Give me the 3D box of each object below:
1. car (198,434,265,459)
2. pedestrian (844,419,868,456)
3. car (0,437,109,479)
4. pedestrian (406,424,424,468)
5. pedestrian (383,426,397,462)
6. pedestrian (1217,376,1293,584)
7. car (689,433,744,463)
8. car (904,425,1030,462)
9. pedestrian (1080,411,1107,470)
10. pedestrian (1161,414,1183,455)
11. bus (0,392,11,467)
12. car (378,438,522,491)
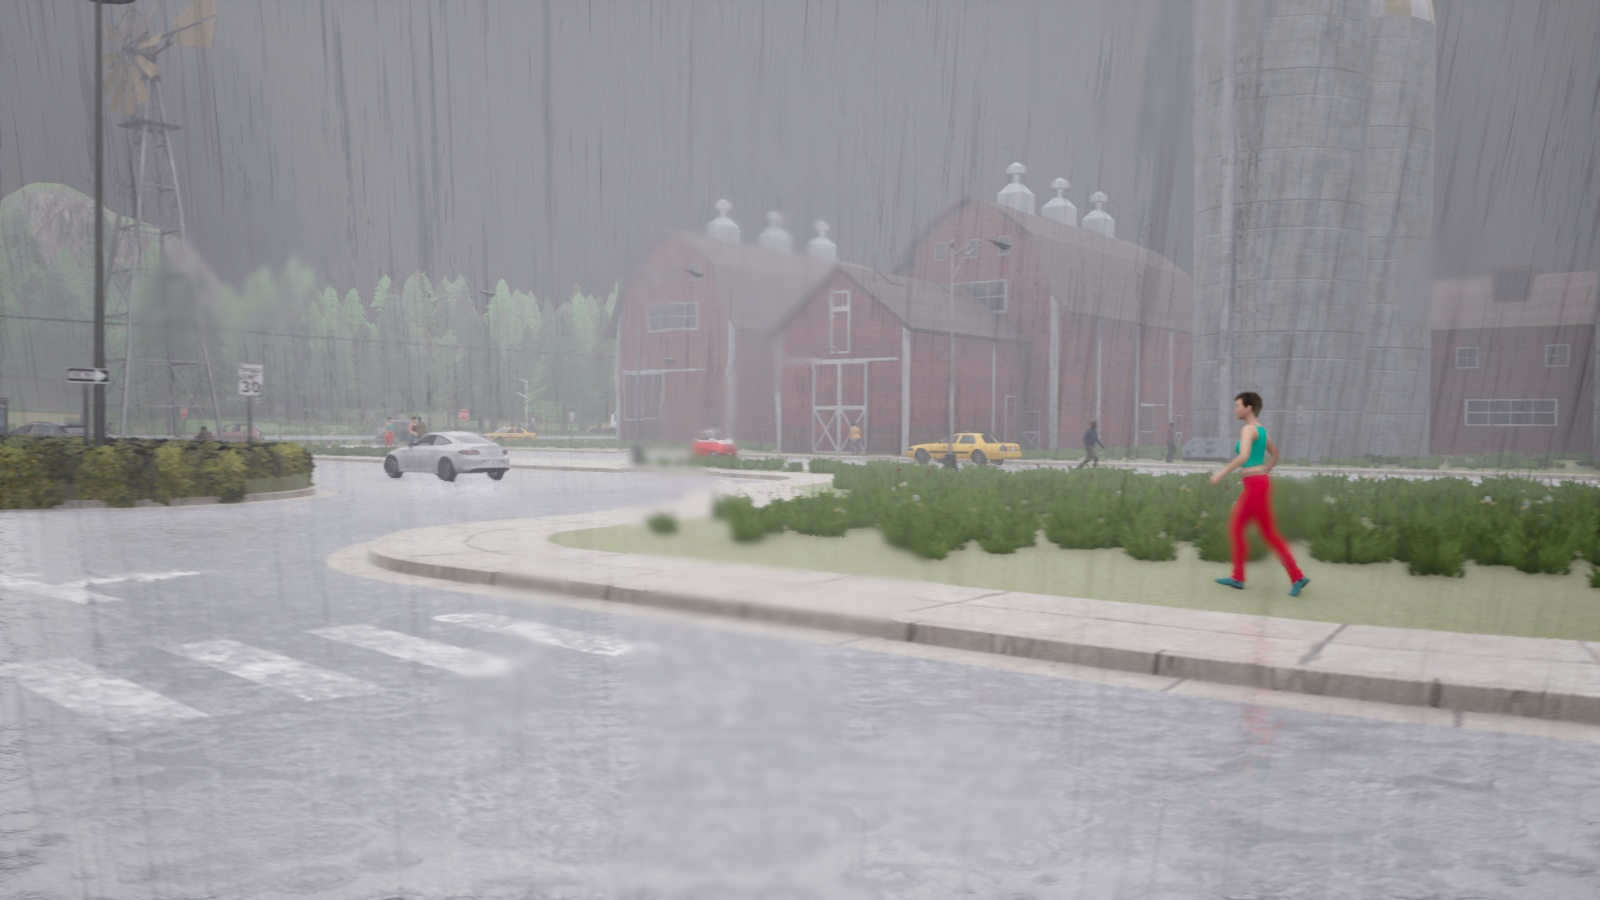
[{"bbox_3d":[-39.137,-0.230,86.521,3.988,1.617,1.851,-1,1,-16],"label":"car"},{"bbox_3d":[2.881,-0.654,64.687,0.874,1.855,0.900,-2,1,-41],"label":"pedestrian"},{"bbox_3d":[-31.415,0.311,52.147,4.856,1.649,2.033,0,1,20],"label":"car"},{"bbox_3d":[-16.246,-0.185,53.000,0.594,1.836,0.345,0,1,29],"label":"pedestrian"},{"bbox_3d":[-20.677,-0.310,63.338,0.594,1.836,0.345,0,1,37],"label":"pedestrian"},{"bbox_3d":[4.130,0.263,11.396,0.594,1.836,0.345,0,1,27],"label":"pedestrian"},{"bbox_3d":[-4.053,-0.089,60.705,2.207,1.376,1.481,0,1,38],"label":"car"},{"bbox_3d":[7.439,-0.281,56.242,5.366,1.575,1.801,0,1,38],"label":"car"},{"bbox_3d":[9.296,-0.297,39.833,0.726,1.835,0.370,0,1,37],"label":"pedestrian"},{"bbox_3d":[16.652,-0.697,56.249,0.869,1.805,0.328,0,1,35],"label":"pedestrian"},{"bbox_3d":[-49.946,-1.046,69.056,3.944,4.253,10.273,0,1,39],"label":"bus"},{"bbox_3d":[-10.418,0.388,37.207,4.674,1.442,1.812,0,1,41],"label":"car"}]
